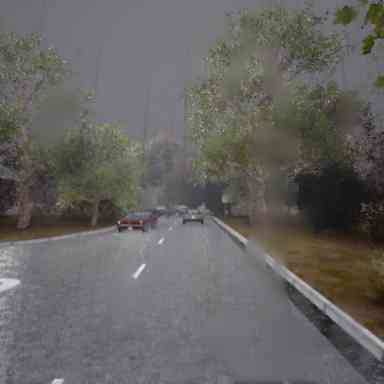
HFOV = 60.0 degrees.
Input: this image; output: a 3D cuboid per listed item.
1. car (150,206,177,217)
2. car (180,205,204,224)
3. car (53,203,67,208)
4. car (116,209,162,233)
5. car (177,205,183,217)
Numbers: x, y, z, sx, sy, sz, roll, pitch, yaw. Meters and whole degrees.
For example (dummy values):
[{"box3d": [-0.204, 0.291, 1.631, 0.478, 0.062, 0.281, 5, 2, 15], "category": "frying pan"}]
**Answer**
[{"box3d": [-4.375, 2.583, 44.296, 2.033, 1.411, 5.357, 1, -2, -28], "category": "car"}, {"box3d": [0.109, 2.256, 31.658, 1.994, 1.385, 4.181, 0, -2, 0], "category": "car"}, {"box3d": [-18.798, 2.454, 50.707, 4.674, 1.442, 1.812, 0, -2, -3], "category": "car"}, {"box3d": [-3.715, 2.063, 23.252, 1.895, 1.301, 4.718, 0, -2, 6], "category": "car"}, {"box3d": [-1.642, 2.601, 45.699, 1.837, 1.490, 4.892, 1, -2, -22], "category": "car"}]
